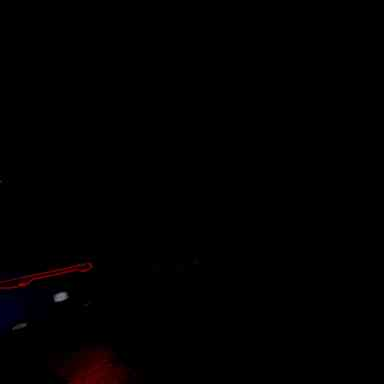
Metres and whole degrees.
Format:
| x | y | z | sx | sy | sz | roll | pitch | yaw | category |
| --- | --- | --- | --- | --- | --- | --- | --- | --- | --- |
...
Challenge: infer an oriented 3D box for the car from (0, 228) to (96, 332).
| x | y | z | sx | sy | sz | roll | pitch | yaw | category |
| --- | --- | --- | --- | --- | --- | --- | --- | --- | --- |
| -4.031 | 1.454 | 6.562 | 5.008 | 1.535 | 1.882 | 0 | 0 | 35 | car |
